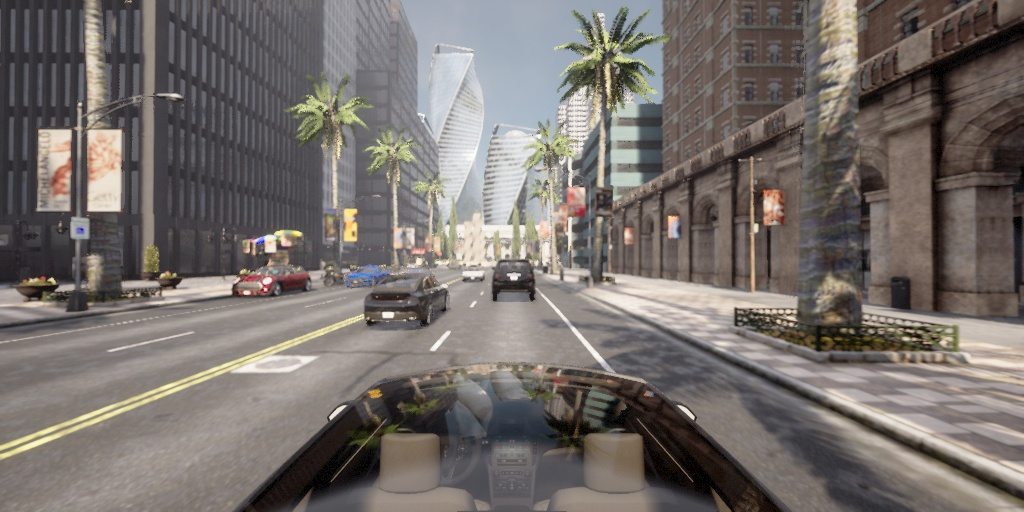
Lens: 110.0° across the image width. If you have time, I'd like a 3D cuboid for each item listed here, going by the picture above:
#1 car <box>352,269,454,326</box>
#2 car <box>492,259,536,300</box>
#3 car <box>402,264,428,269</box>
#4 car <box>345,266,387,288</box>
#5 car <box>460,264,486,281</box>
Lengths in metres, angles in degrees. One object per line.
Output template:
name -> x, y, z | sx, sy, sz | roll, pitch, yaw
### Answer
car -> -3.401, 1.377, 12.285 | 1.837, 1.490, 4.892 | 0, 0, 0
car -> 0.068, 1.172, 19.482 | 2.150, 2.045, 5.566 | 0, -1, 0
car -> -7.211, 1.588, 27.367 | 2.033, 1.411, 5.357 | 0, -1, -1
car -> -10.706, 1.513, 26.976 | 1.882, 1.535, 5.008 | 0, -1, -1
car -> -3.598, 1.725, 34.814 | 1.895, 1.301, 4.718 | 0, -1, -1
